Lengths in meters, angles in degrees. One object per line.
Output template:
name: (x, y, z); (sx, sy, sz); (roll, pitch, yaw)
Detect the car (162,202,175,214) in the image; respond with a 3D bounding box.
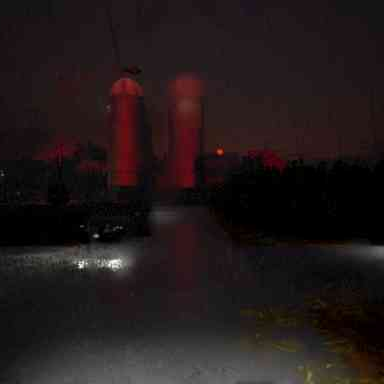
car: (-3.110, 1.916, 40.300); (1.994, 1.385, 4.181); (0, 0, 0)

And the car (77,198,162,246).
car: (-3.466, 1.478, 16.614); (2.150, 2.045, 5.566); (1, 0, 11)
